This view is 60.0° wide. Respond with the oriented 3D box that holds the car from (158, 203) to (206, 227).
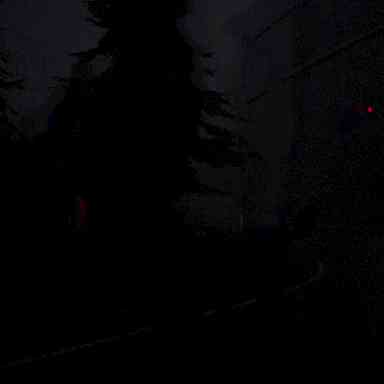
[{"bbox_3d":[-1.061,1.590,23.517,1.882,1.535,5.008,1,0,-36],"label":"car"}]
